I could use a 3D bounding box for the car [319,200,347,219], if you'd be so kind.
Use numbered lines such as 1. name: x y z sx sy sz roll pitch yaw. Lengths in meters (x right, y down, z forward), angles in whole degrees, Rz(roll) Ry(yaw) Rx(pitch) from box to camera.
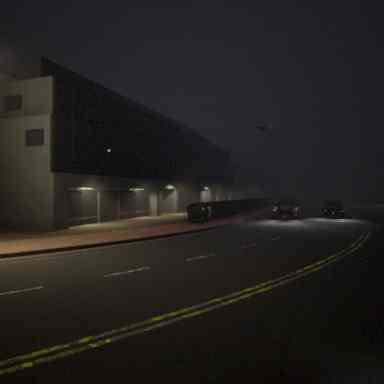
1. car: 12.563 1.505 29.722 1.837 1.490 4.892 0 0 22

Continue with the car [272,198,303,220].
1. car: 8.080 1.352 28.012 2.097 1.767 4.553 0 0 23
